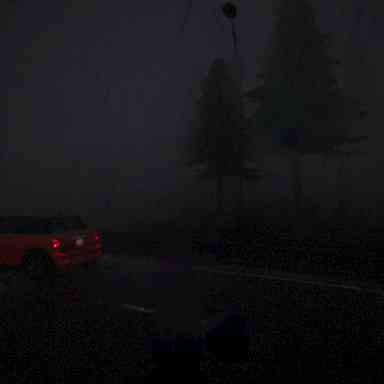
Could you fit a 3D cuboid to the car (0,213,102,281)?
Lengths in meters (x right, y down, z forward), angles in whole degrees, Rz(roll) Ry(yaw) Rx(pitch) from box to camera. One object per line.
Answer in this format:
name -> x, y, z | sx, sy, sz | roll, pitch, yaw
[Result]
car -> -5.097, 1.432, 10.124 | 4.553, 1.767, 2.097 | -1, 0, 23
